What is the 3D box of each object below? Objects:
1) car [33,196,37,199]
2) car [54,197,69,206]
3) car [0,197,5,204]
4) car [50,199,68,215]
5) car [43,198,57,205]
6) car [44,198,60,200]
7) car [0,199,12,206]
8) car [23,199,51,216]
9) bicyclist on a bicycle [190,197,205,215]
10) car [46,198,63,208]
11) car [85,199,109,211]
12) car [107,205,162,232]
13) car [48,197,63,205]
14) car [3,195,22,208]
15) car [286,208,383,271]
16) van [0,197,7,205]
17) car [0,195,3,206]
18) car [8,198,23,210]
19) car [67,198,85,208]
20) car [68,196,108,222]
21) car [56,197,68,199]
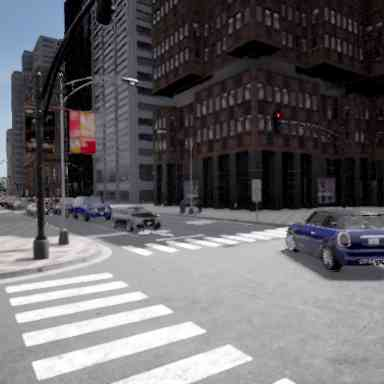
[{"bbox_3d":[-37.529,2.070,82.681,1.752,1.417,4.829,-1,0,-34],"label":"car"},{"bbox_3d":[-25.368,1.815,64.505,1.967,1.590,4.097,-1,0,-34],"label":"car"},{"bbox_3d":[-47.546,2.168,82.320,1.967,1.590,4.097,-1,0,-34],"label":"car"},{"bbox_3d":[-14.200,1.826,37.299,1.994,1.385,4.181,-1,0,-34],"label":"car"},{"bbox_3d":[-31.401,2.003,73.523,1.887,1.381,4.507,-1,0,-34],"label":"car"},{"bbox_3d":[-19.741,1.896,45.647,1.994,1.385,4.181,-1,0,-33],"label":"car"},{"bbox_3d":[-38.491,2.145,68.792,1.887,1.381,4.507,-1,0,-34],"label":"car"},{"bbox_3d":[-17.274,1.843,37.085,1.752,1.417,4.829,-1,0,-34],"label":"car"},{"bbox_3d":[0.509,1.325,30.994,1.656,1.620,0.582,-1,0,-34],"label":"bicyclist on a bicycle"},{"bbox_3d":[-23.709,1.872,57.245,1.837,1.490,4.892,-1,0,-34],"label":"car"},{"bbox_3d":[-13.298,1.759,46.472,1.887,1.381,4.507,-1,0,-34],"label":"car"},{"bbox_3d":[-3.664,1.695,21.549,1.994,1.385,4.181,-1,0,-34],"label":"car"},{"bbox_3d":[-28.386,1.856,69.014,1.967,1.590,4.097,-1,0,-34],"label":"car"},{"bbox_3d":[-29.443,1.791,55.263,2.192,1.841,5.009,-1,0,-34],"label":"car"},{"bbox_3d":[4.775,1.349,11.046,2.097,1.767,4.553,0,0,-3],"label":"car"},{"bbox_3d":[-44.530,2.027,77.810,1.690,1.788,3.998,-1,0,-34],"label":"van"},{"bbox_3d":[-35.478,1.874,64.282,2.192,1.841,5.009,-1,0,-34],"label":"car"},{"bbox_3d":[-26.420,2.018,50.755,1.802,1.307,4.206,-1,0,-34],"label":"car"},{"bbox_3d":[-19.427,1.820,55.630,1.752,1.417,4.829,-1,0,-34],"label":"car"},{"bbox_3d":[-8.888,1.417,29.338,2.150,2.045,5.566,-1,0,-34],"label":"car"},{"bbox_3d":[-18.169,1.646,48.966,2.097,1.767,4.553,-1,0,-34],"label":"car"}]
